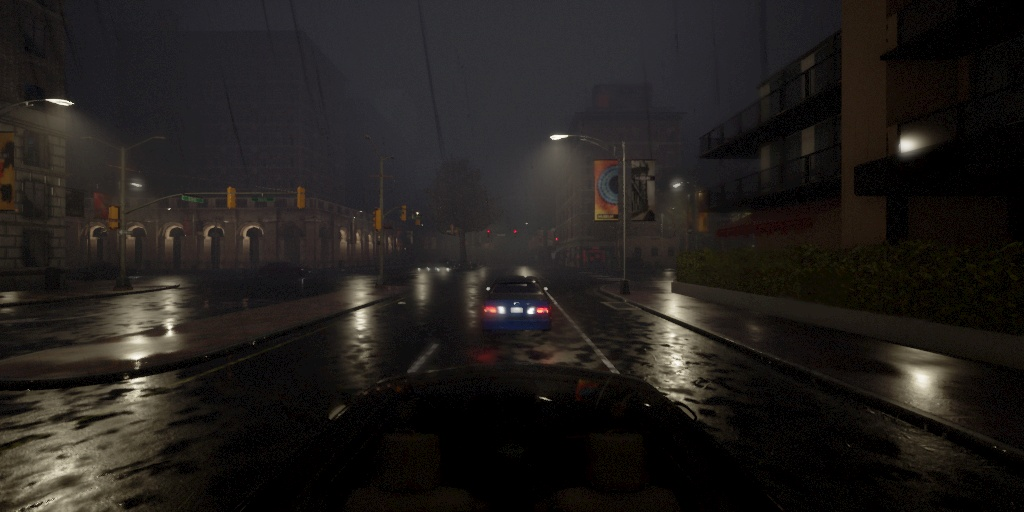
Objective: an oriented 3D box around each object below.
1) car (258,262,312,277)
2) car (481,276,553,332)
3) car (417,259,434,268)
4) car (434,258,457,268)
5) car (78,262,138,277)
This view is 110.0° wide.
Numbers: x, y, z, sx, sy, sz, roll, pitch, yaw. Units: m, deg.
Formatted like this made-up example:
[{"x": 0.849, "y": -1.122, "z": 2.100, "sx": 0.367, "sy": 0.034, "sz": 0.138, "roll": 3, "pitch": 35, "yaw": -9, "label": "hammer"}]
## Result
[{"x": -21.852, "y": 1.276, "z": 34.556, "sx": 4.674, "sy": 1.442, "sz": 1.812, "roll": 0, "pitch": 0, "yaw": 0, "label": "car"}, {"x": 0.146, "y": 1.297, "z": 10.789, "sx": 2.033, "sy": 1.411, "sz": 5.357, "roll": 0, "pitch": 0, "yaw": 1, "label": "car"}, {"x": -14.518, "y": 1.228, "z": 61.808, "sx": 1.882, "sy": 1.535, "sz": 5.008, "roll": 0, "pitch": 0, "yaw": 1, "label": "car"}, {"x": -11.052, "y": 1.102, "z": 59.739, "sx": 2.097, "sy": 1.767, "sz": 4.553, "roll": 0, "pitch": 0, "yaw": 1, "label": "car"}, {"x": -38.899, "y": 1.314, "z": 34.627, "sx": 4.181, "sy": 1.385, "sz": 1.994, "roll": 0, "pitch": 0, "yaw": 0, "label": "car"}]
